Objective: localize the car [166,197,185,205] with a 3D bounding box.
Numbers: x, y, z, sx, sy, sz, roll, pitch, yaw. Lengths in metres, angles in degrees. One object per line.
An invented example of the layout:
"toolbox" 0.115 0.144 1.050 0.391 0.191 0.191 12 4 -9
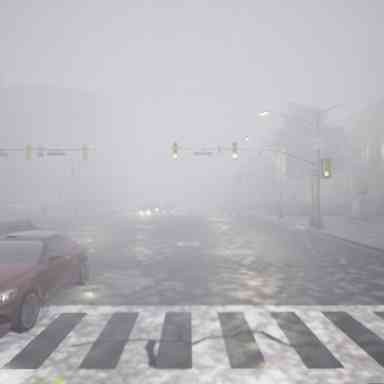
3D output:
"car" -4.270 2.432 83.869 2.097 1.767 4.553 0 -1 -29

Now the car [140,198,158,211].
"car" -7.125 2.177 53.318 2.128 1.511 4.902 0 -1 0

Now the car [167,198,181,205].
"car" -3.635 2.376 63.174 1.994 1.385 4.181 0 -1 0

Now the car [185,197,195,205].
"car" -1.226 2.324 85.573 2.150 2.045 5.566 0 -1 -29

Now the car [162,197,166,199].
"car" -9.679 2.359 92.198 2.150 2.045 5.566 1 -1 -43

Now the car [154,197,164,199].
"car" -7.806 2.459 72.753 1.812 1.442 4.674 0 -1 -10

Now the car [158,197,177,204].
"car" -6.953 2.377 94.393 2.150 2.045 5.566 1 -1 -43

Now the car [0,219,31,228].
"car" -7.100 1.705 12.238 2.033 1.411 5.357 0 -1 0

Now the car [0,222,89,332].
"car" -3.606 1.619 7.112 1.812 1.442 4.674 0 -1 0

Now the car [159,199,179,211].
"car" -3.628 2.239 53.788 2.033 1.411 5.357 0 -1 0

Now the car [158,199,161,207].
"car" -7.135 2.407 62.692 1.895 1.301 4.718 0 -1 0
